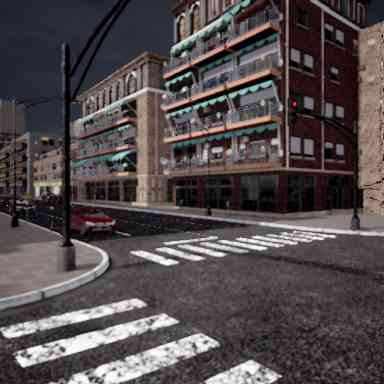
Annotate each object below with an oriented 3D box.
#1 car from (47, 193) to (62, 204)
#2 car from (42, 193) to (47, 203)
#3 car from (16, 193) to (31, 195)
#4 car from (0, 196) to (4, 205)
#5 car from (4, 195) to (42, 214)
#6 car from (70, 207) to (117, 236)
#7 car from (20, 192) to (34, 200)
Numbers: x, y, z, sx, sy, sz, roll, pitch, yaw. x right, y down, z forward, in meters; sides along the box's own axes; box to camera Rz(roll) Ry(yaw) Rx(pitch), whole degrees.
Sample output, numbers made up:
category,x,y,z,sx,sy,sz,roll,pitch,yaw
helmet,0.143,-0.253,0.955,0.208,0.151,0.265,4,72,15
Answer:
category,x,y,z,sx,sy,sz,roll,pitch,yaw
car,-19.778,1.073,49.894,1.947,1.339,4.313,0,0,-38
car,-23.258,0.894,54.395,1.967,1.590,4.097,0,0,-38
car,-24.939,1.048,47.257,2.033,1.411,5.357,0,1,-38
car,-26.410,1.120,44.771,1.802,1.307,4.206,0,0,-38
car,-15.968,1.259,31.270,2.008,1.369,4.403,0,0,-38
car,-5.525,1.472,17.769,1.802,1.307,4.206,0,0,-38
car,-33.805,0.821,68.032,1.752,1.417,4.829,0,0,-38
